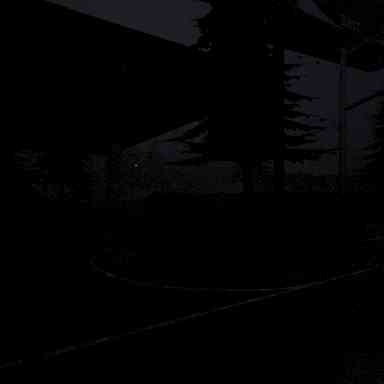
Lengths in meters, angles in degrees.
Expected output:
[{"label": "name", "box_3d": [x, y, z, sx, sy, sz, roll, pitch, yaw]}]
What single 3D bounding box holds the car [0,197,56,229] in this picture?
[{"label": "car", "box_3d": [-11.854, 1.313, 23.546, 3.866, 1.878, 1.905, 0, 0, -36]}]
